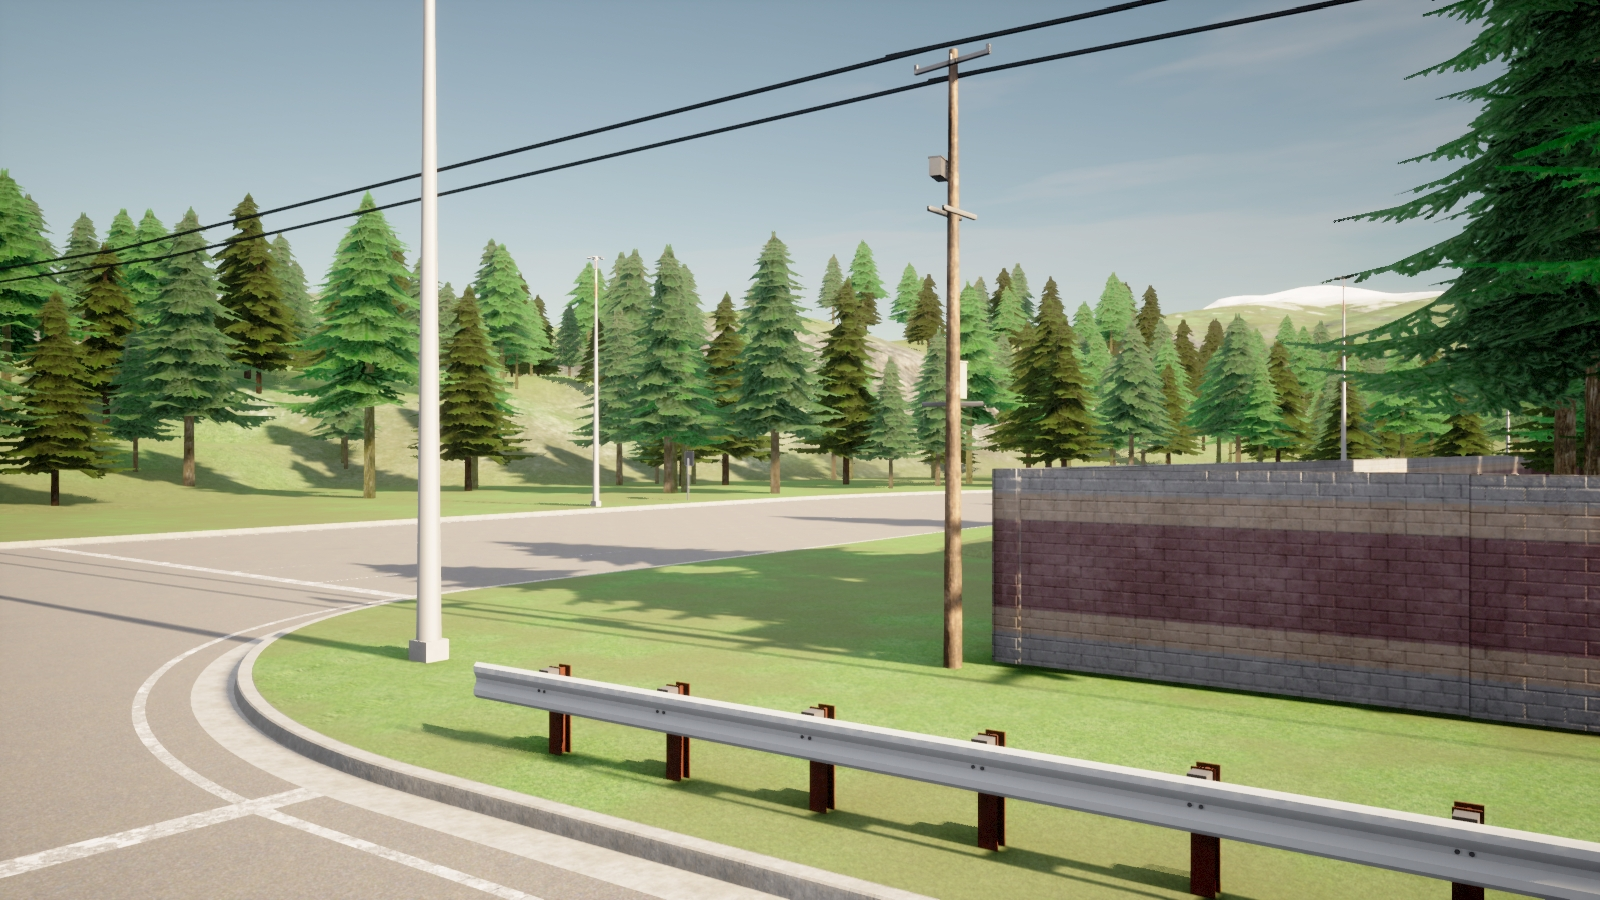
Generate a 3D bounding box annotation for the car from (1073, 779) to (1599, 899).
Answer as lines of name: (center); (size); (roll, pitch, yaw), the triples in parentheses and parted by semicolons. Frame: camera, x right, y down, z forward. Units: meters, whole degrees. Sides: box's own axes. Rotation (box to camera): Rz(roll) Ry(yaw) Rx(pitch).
car: (3.010, 1.982, 1.681); (5.238, 1.638, 2.097); (0, 0, 35)
